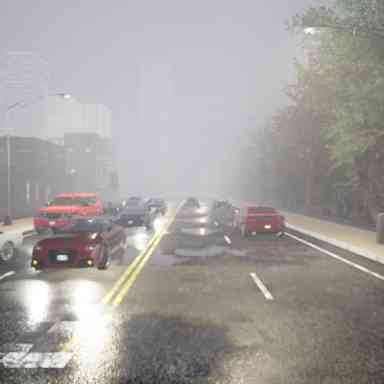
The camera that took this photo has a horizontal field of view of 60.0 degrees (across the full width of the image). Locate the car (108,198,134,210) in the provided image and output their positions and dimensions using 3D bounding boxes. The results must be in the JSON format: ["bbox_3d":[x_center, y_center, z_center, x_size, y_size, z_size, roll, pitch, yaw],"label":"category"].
[{"bbox_3d":[-6.537,1.421,28.286,1.895,1.301,4.718,0,0,0],"label":"car"}]

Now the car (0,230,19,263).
[{"bbox_3d":[-6.615,1.544,8.938,1.895,1.301,4.718,0,0,1],"label":"car"}]

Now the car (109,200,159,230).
[{"bbox_3d":[-3.345,1.436,20.103,1.994,1.385,4.181,0,0,0],"label":"car"}]

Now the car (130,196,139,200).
[{"bbox_3d":[-6.537,1.260,38.599,1.837,1.490,4.892,0,0,0],"label":"car"}]

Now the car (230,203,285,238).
[{"bbox_3d":[3.334,1.368,17.132,1.882,1.535,5.008,0,0,0],"label":"car"}]

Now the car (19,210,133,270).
[{"bbox_3d":[-3.352,1.497,10.585,1.994,1.385,4.181,0,0,0],"label":"car"}]

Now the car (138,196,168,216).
[{"bbox_3d":[-3.280,1.299,30.353,2.128,1.511,4.902,0,0,0],"label":"car"}]

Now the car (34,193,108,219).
[{"bbox_3d":[-6.599,1.104,18.478,2.150,2.045,5.566,0,0,0],"label":"car"}]

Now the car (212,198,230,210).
[{"bbox_3d":[3.315,1.357,38.372,1.895,1.301,4.718,0,0,0],"label":"car"}]

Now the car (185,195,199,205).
[{"bbox_3d":[-0.047,1.241,50.648,1.994,1.385,4.181,0,0,0],"label":"car"}]

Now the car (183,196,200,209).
[{"bbox_3d":[-0.040,1.269,40.460,1.812,1.442,4.674,0,0,0],"label":"car"}]
